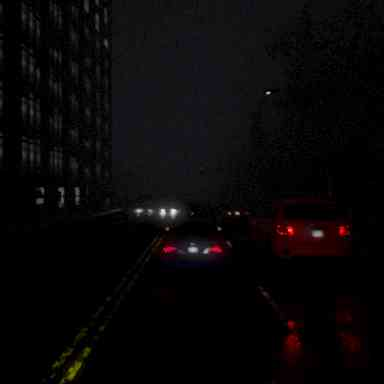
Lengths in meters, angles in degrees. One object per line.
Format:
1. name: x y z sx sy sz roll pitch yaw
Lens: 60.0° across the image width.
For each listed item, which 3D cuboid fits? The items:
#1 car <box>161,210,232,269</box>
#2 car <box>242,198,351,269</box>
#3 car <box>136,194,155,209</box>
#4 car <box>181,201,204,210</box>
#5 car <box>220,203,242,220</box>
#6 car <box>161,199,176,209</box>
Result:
1. car: 0.047 1.567 11.214 2.033 1.411 5.357 0 0 1
2. car: 3.297 1.235 11.348 2.150 2.045 5.566 0 -1 1
3. car: -6.552 1.309 47.625 2.150 2.045 5.566 0 0 0
4. car: 0.077 1.545 29.836 2.128 1.511 4.902 0 0 0
5. car: 3.303 1.594 26.217 2.033 1.411 5.357 0 0 1
6. car: -3.302 1.686 47.669 1.895 1.301 4.718 0 0 0
